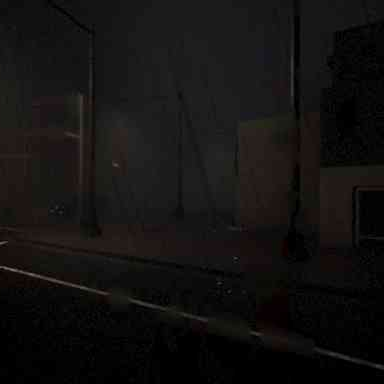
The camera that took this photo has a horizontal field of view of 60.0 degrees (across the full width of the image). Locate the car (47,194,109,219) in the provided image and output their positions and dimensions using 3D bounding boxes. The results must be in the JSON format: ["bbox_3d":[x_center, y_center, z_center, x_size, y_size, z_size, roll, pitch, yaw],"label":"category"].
[{"bbox_3d":[-10.073,1.252,30.015,2.150,2.045,5.566,0,0,36],"label":"car"}]
